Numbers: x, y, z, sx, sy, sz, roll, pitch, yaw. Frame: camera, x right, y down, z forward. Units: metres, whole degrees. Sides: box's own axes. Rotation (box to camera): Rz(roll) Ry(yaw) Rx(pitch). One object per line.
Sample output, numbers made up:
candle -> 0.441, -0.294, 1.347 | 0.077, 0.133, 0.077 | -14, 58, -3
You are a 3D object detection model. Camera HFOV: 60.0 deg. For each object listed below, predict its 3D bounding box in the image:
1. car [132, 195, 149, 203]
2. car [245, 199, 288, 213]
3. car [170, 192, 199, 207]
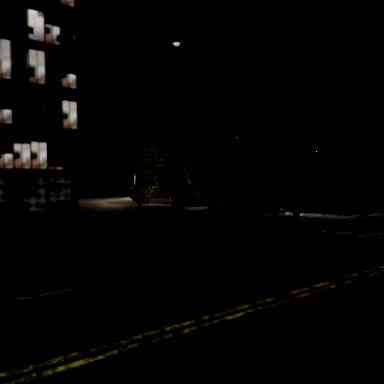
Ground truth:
car -> -9.813, 1.324, 63.387 | 2.128, 1.511, 4.902 | -1, 1, -33
car -> 7.971, 1.470, 35.822 | 1.895, 1.301, 4.718 | -1, 1, -33
car -> -1.199, 1.096, 49.945 | 2.150, 2.045, 5.566 | -1, 1, -33
